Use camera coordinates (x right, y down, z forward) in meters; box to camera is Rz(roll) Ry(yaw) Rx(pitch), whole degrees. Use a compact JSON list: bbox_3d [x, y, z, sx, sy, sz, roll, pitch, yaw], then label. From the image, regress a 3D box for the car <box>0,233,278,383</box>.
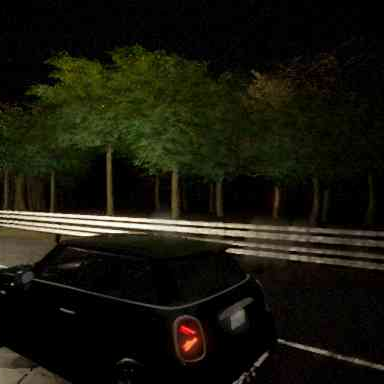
[{"bbox_3d":[-1.221,1.389,4.789,4.553,1.767,2.097,-1,0,36],"label":"car"}]
